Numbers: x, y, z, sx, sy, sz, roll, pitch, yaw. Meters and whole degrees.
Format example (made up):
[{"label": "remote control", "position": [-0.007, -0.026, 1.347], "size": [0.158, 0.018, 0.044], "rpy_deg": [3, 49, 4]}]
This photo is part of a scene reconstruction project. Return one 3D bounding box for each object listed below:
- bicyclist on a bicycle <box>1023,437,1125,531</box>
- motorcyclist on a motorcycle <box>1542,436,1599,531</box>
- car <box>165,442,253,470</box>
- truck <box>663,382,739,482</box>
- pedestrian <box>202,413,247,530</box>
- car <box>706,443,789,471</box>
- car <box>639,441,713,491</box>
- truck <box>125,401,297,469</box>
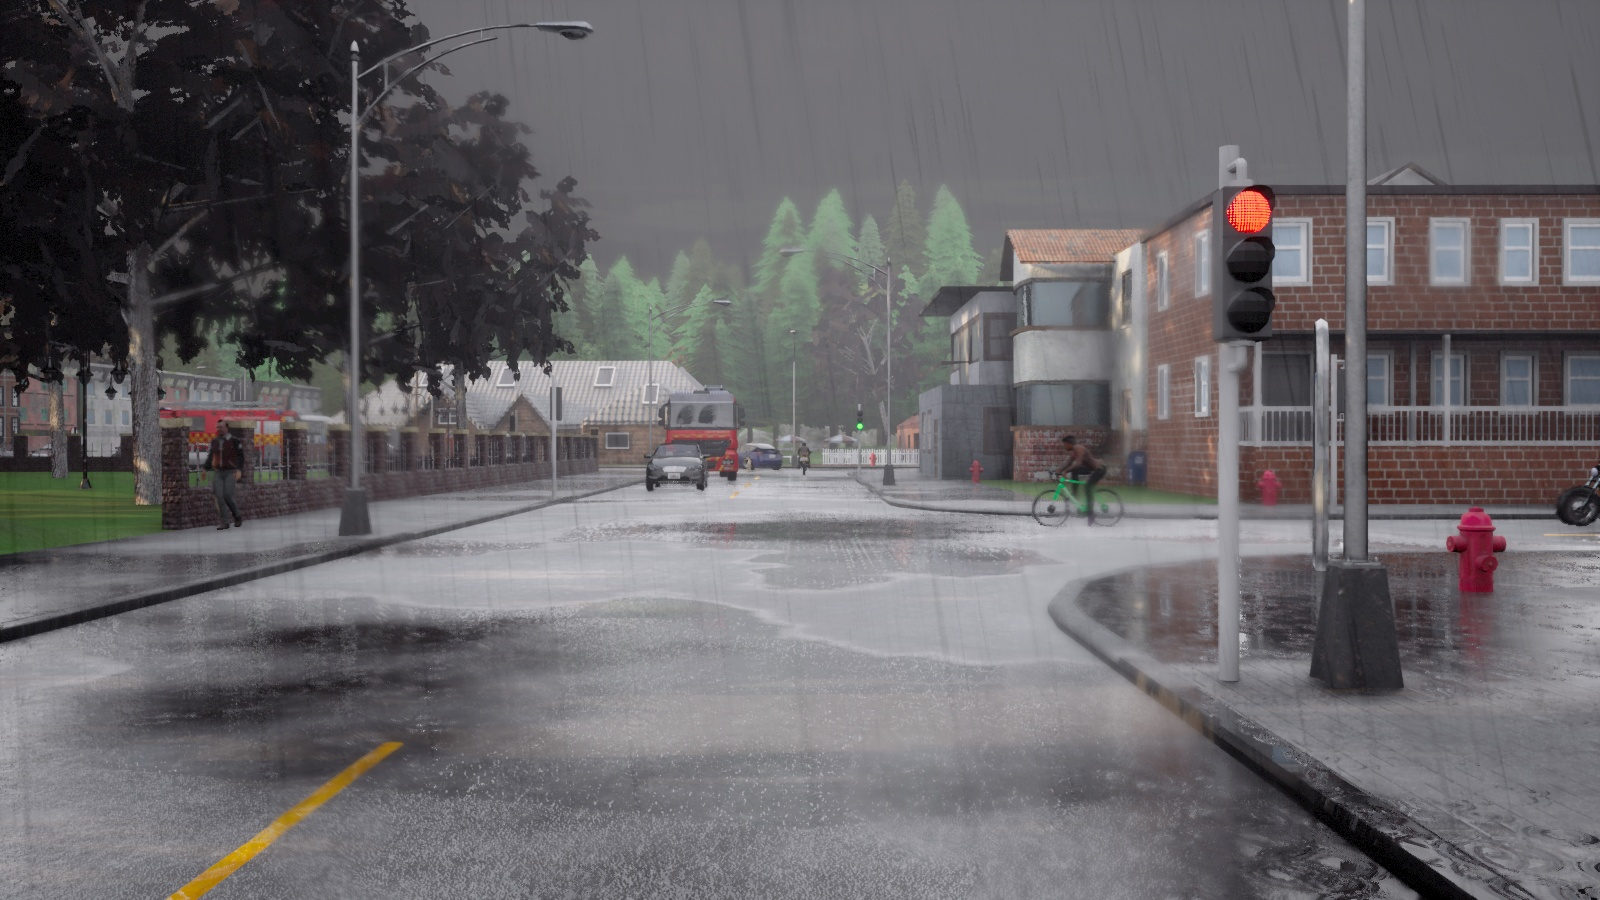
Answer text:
[{"label": "bicyclist on a bicycle", "position": [4.815, 0.578, 22.113], "size": [1.656, 1.620, 0.582], "rpy_deg": [0, 1, -5]}, {"label": "motorcyclist on a motorcycle", "position": [14.521, 0.583, 22.205], "size": [2.350, 1.649, 0.766], "rpy_deg": [0, 0, 0]}, {"label": "car", "position": [-31.765, 0.305, 67.616], "size": [3.806, 1.475, 1.970], "rpy_deg": [0, 0, -1]}, {"label": "truck", "position": [-4.037, -0.718, 52.503], "size": [2.891, 3.827, 8.468], "rpy_deg": [0, 0, -3]}, {"label": "pedestrian", "position": [-9.221, 0.335, 20.130], "size": [0.376, 1.854, 0.720], "rpy_deg": [0, 0, 0]}, {"label": "car", "position": [-2.908, 0.356, 68.730], "size": [2.163, 1.488, 4.792], "rpy_deg": [0, 0, -37]}, {"label": "car", "position": [-3.947, 0.470, 40.708], "size": [2.128, 1.511, 4.902], "rpy_deg": [0, 0, -3]}, {"label": "truck", "position": [-33.500, -0.850, 71.671], "size": [8.468, 3.827, 2.891], "rpy_deg": [0, 0, 0]}]
